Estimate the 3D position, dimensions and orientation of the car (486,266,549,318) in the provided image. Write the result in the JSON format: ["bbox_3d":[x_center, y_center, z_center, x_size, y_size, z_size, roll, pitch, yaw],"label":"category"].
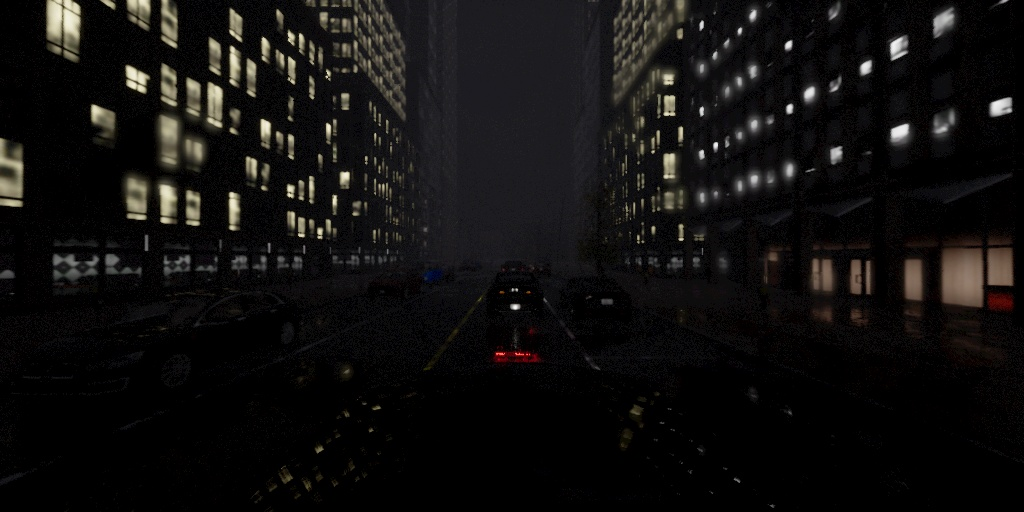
[{"bbox_3d":[0.102,1.276,13.184,1.837,1.490,4.892,0,0,0],"label":"car"}]

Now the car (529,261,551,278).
[{"bbox_3d":[2.696,1.245,34.999,1.967,1.591,4.097,0,0,0],"label":"car"}]

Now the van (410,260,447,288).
[{"bbox_3d":[-5.687,1.129,23.631,1.690,1.789,3.998,0,0,0],"label":"van"}]

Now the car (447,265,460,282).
[{"bbox_3d":[-5.686,1.379,29.323,1.802,1.307,4.207,0,0,0],"label":"car"}]

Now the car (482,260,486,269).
[{"bbox_3d":[-5.682,1.401,57.784,1.948,1.339,4.313,0,0,0],"label":"car"}]

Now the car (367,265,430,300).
[{"bbox_3d":[-5.688,1.324,17.938,1.888,1.381,4.507,0,0,0],"label":"car"}]

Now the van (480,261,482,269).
[{"bbox_3d":[-5.683,1.169,52.092,1.690,1.789,3.998,0,0,0],"label":"van"}]

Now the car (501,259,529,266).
[{"bbox_3d":[0.104,1.151,30.798,2.097,1.767,4.553,0,0,0],"label":"car"}]

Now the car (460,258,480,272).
[{"bbox_3d":[-5.684,1.261,46.399,1.967,1.591,4.097,0,0,0],"label":"car"}]

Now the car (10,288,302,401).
[{"bbox_3d":[-5.689,1.309,6.554,2.007,1.370,4.403,0,0,0],"label":"car"}]

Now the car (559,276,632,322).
[{"bbox_3d":[2.692,1.335,12.232,1.948,1.339,4.313,0,0,0],"label":"car"}]
